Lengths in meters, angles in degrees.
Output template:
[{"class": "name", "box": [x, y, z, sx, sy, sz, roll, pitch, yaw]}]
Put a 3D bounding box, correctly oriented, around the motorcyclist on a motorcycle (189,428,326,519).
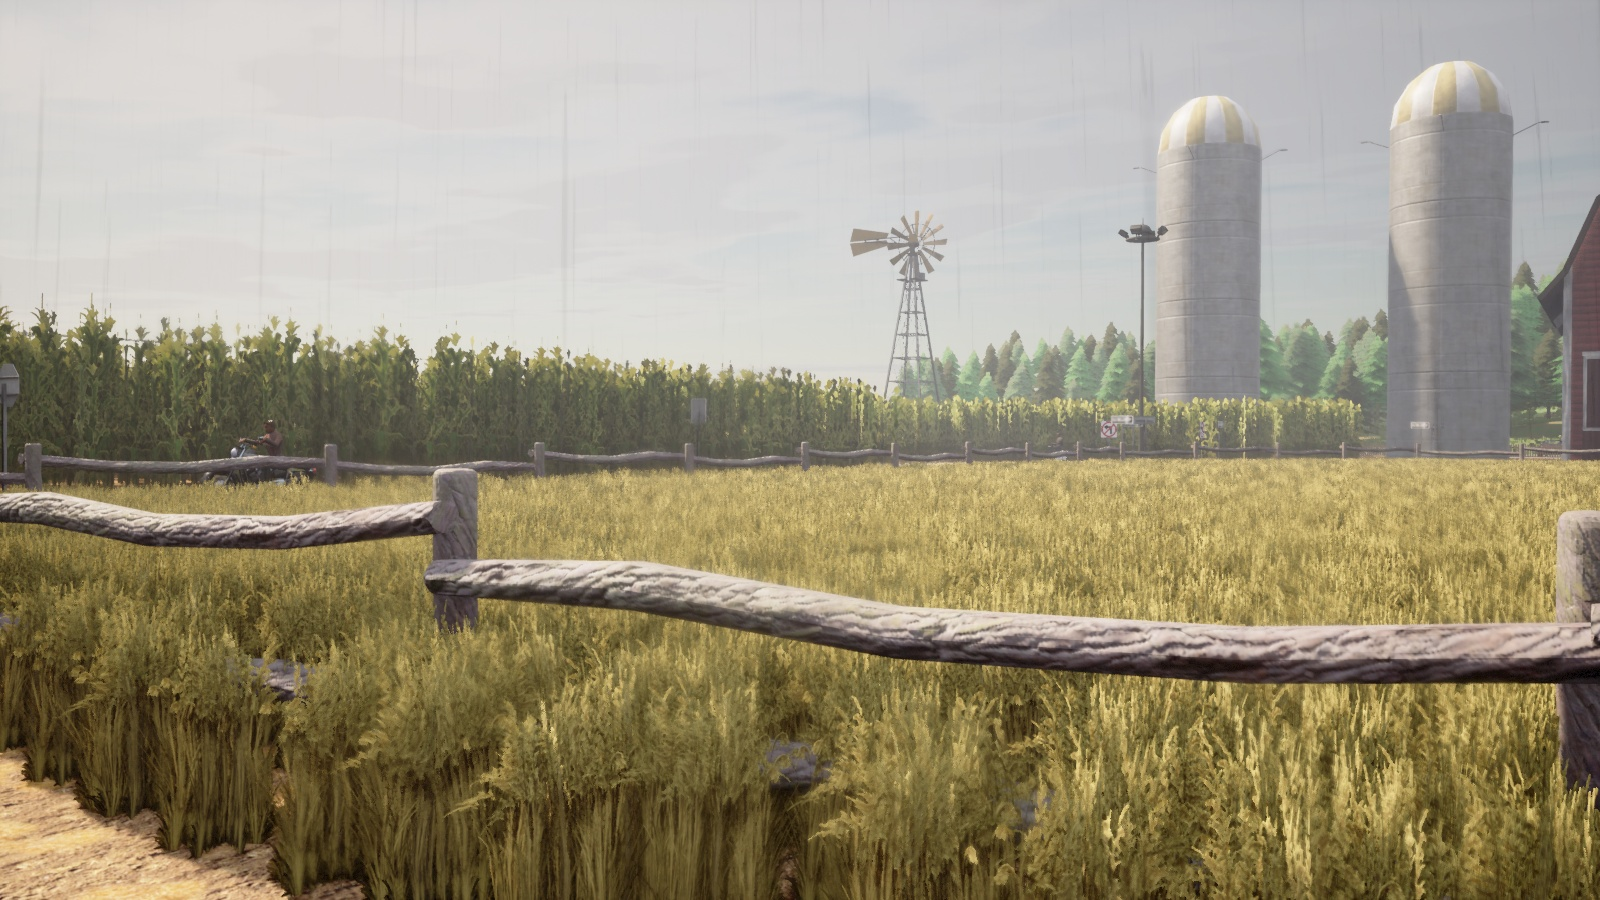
[{"class": "motorcyclist on a motorcycle", "box": [-10.309, 0.410, 23.960, 0.766, 1.649, 2.350, 0, 0, 34]}]
